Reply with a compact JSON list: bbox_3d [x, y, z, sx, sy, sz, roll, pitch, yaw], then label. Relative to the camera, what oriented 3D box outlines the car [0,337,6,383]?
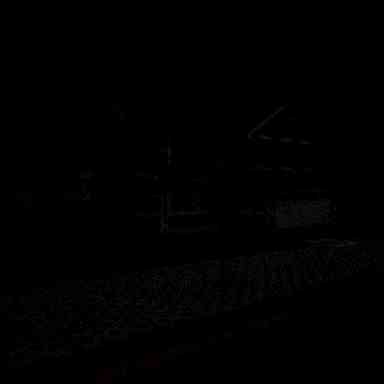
[{"bbox_3d":[-3.450,1.223,0.595,5.566,2.045,2.150,-1,0,-35],"label":"car"}]
